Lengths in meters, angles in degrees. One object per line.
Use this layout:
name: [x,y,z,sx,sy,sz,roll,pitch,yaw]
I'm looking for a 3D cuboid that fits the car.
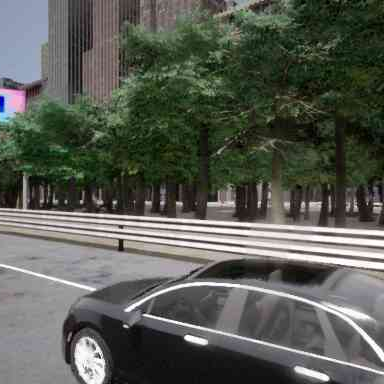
car: [0.580,1.505,3.581,4.892,1.490,1.837,0,0,36]
